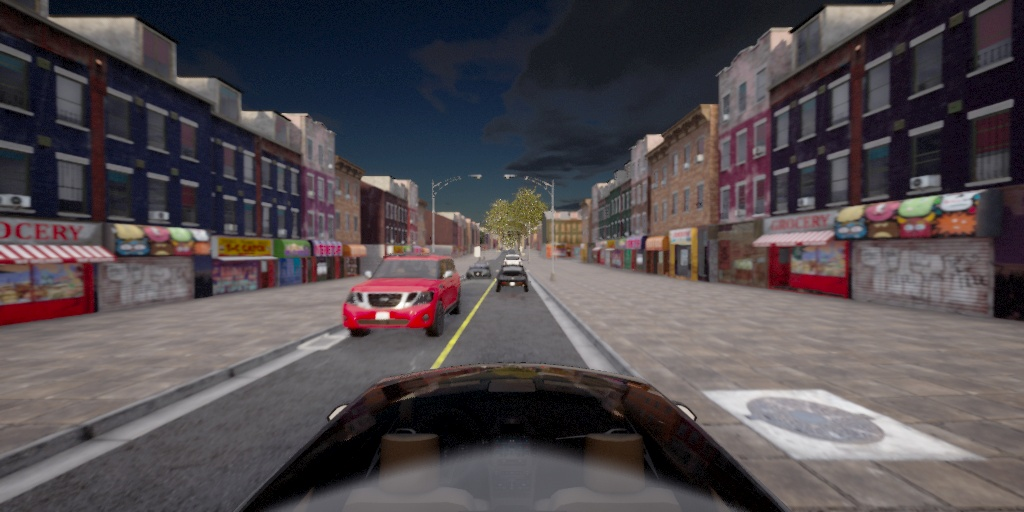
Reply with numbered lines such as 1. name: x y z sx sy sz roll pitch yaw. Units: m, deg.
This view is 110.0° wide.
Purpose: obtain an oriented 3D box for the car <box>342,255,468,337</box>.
1. car: -2.835 0.969 10.635 2.150 2.045 5.566 0 0 0

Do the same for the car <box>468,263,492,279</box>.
1. car: -2.800 1.293 31.533 1.994 1.385 4.181 0 0 0

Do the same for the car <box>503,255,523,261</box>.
1. car: 0.090 0.874 43.626 2.150 2.045 5.566 0 1 0

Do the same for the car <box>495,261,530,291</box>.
1. car: 0.041 1.243 21.813 1.837 1.490 4.892 0 0 1
